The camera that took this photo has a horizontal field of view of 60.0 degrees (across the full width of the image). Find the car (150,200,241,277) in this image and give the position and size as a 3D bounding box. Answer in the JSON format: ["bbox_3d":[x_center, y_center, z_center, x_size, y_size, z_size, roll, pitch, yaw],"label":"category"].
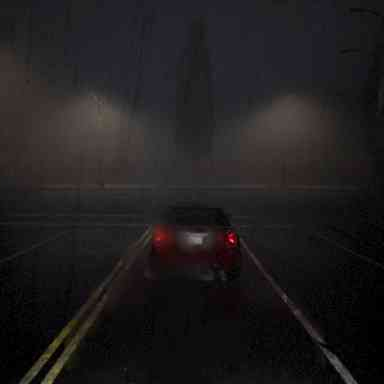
[{"bbox_3d":[0.098,1.021,9.412,2.097,1.767,4.553,1,2,0],"label":"car"}]
